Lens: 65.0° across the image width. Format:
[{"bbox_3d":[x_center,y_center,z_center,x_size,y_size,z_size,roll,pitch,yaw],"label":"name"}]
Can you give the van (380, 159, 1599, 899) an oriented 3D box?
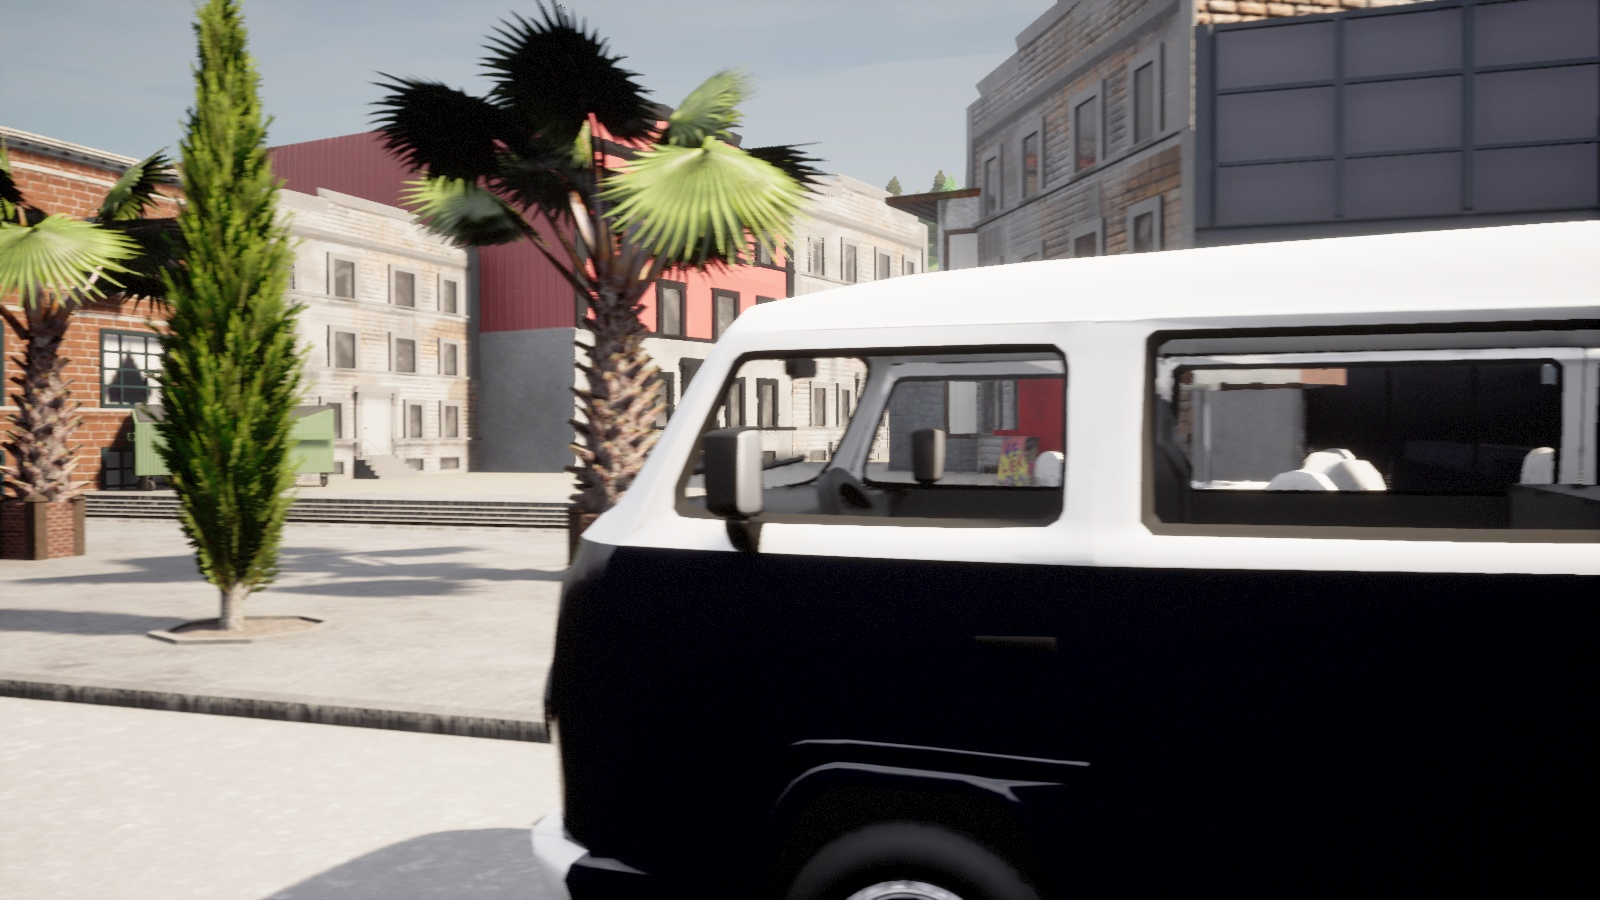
[{"bbox_3d":[1.465,0.504,3.223,4.480,2.038,2.069,1,1,19],"label":"van"}]
